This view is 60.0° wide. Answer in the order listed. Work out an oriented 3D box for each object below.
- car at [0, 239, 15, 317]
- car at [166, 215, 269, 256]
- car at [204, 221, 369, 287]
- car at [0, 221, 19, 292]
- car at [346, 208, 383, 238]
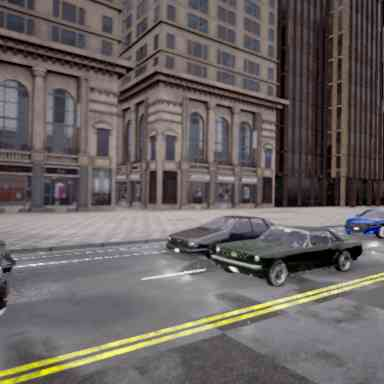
[{"bbox_3d":[-5.050,1.440,4.130,4.902,1.511,2.128,1,0,-35],"label":"car"},{"bbox_3d":[1.673,1.615,12.789,5.357,1.411,2.033,1,0,-35],"label":"car"},{"bbox_3d":[2.873,1.672,9.666,4.718,1.301,1.895,1,0,-35],"label":"car"},{"bbox_3d":[-6.748,1.484,6.909,5.357,1.411,2.033,1,0,-35],"label":"car"},{"bbox_3d":[10.797,1.691,19.136,5.008,1.535,1.882,1,0,-35],"label":"car"}]
